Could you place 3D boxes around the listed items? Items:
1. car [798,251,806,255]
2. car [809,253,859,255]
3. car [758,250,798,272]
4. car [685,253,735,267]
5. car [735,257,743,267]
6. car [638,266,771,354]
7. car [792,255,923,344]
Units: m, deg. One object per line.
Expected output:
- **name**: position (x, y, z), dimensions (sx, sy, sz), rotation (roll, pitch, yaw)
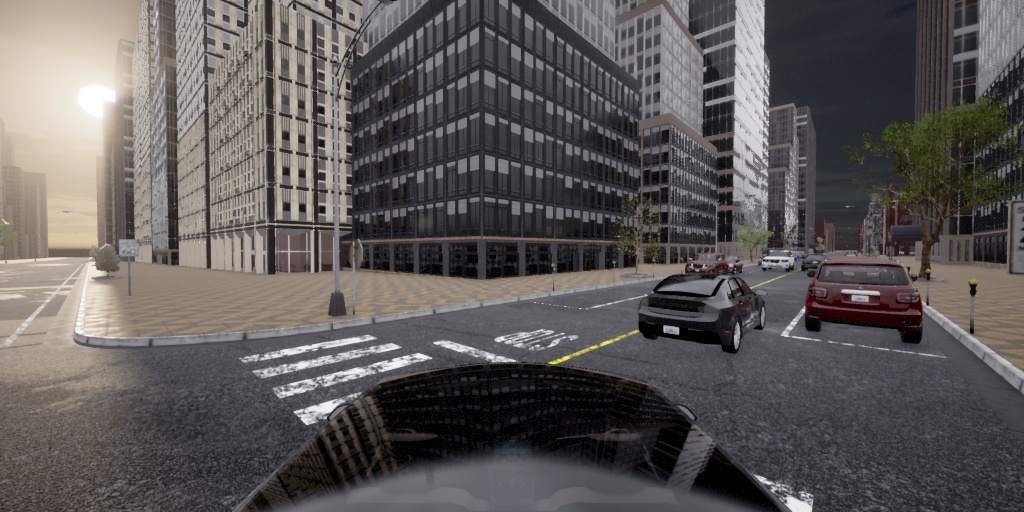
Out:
- **car**: position (30.237, 0.590, 35.576), dimensions (2.097, 1.767, 4.553), rotation (1, 1, 44)
- **car**: position (12.886, 0.905, 13.583), dimensions (2.192, 1.841, 5.009), rotation (0, 0, 43)
- **car**: position (26.914, 0.442, 36.169), dimensions (2.150, 2.045, 5.566), rotation (1, 1, 43)
- **car**: position (14.780, 0.669, 27.083), dimensions (2.192, 1.841, 5.009), rotation (0, 0, 43)
- **car**: position (18.597, 0.731, 31.123), dimensions (1.967, 1.591, 4.097), rotation (0, 0, 43)
- **car**: position (4.759, 1.164, 8.725), dimensions (1.837, 1.490, 4.892), rotation (1, 1, 43)
- **car**: position (9.139, 0.971, 9.478), dimensions (2.192, 1.841, 5.009), rotation (0, 0, 43)
